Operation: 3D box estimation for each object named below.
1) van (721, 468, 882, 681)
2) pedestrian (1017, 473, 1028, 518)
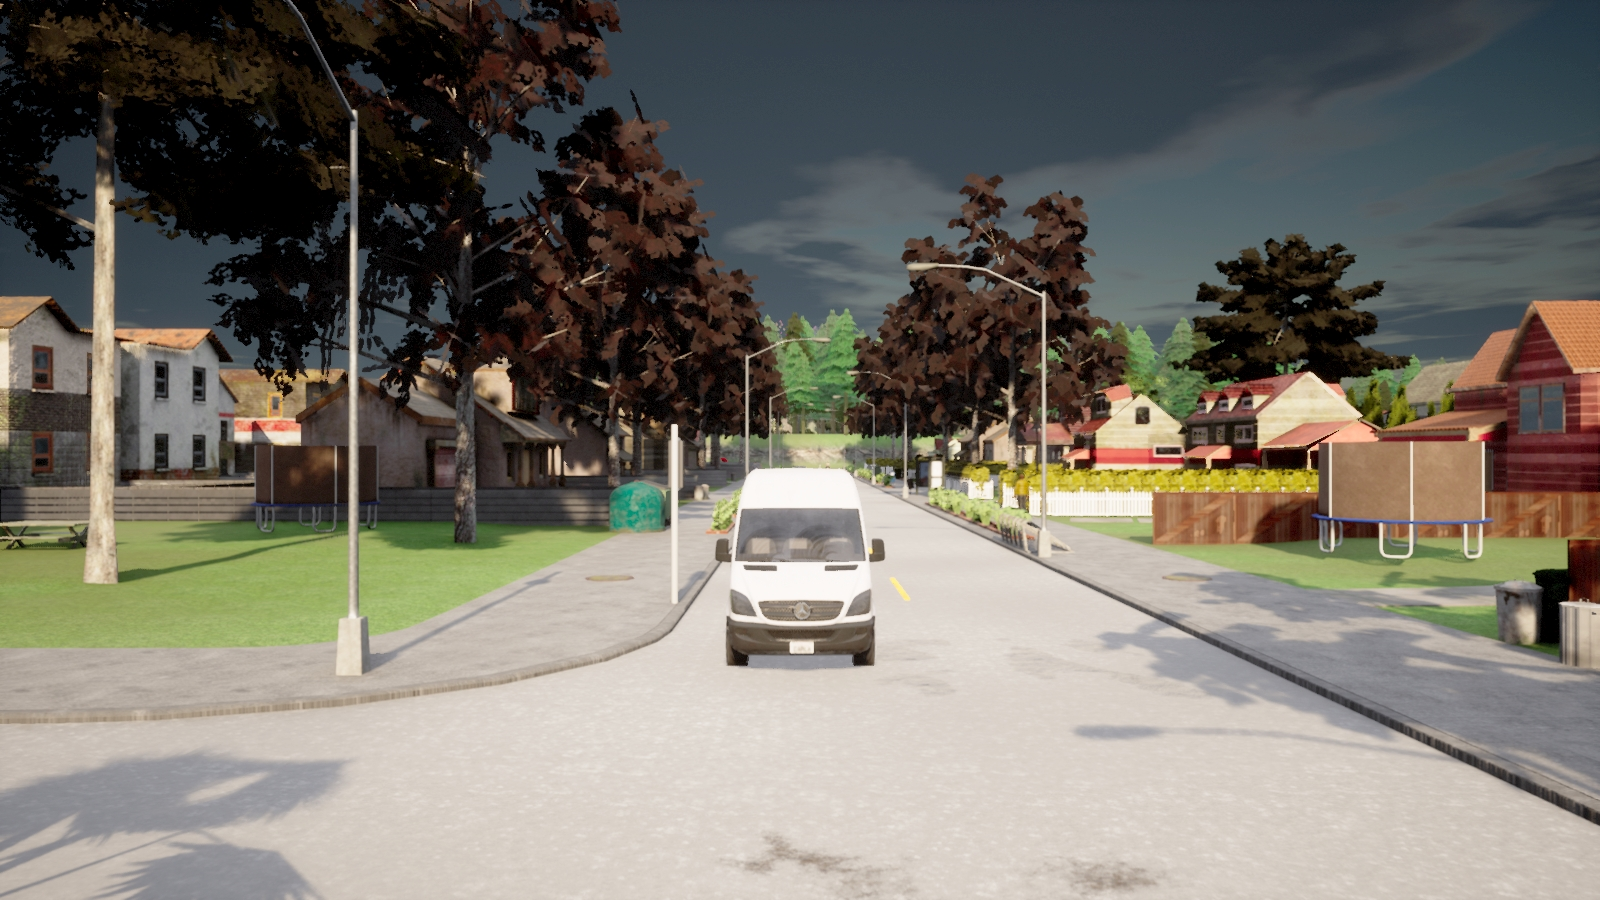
[{"bbox_3d":[-0.003,1.586,17.098,1.988,2.561,5.915,0,0,-1],"label":"van"},{"bbox_3d":[9.219,1.877,47.421,0.375,1.860,0.375,0,0,-2],"label":"pedestrian"}]
